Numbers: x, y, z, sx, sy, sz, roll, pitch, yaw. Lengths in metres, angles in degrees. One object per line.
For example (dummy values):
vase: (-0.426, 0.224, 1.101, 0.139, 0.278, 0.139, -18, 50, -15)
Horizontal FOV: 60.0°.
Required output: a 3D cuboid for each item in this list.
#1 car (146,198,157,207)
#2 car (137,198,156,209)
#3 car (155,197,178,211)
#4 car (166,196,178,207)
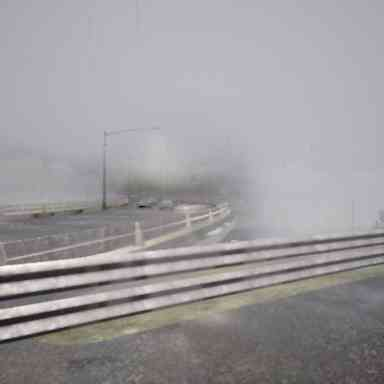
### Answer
car: (-7.051, 1.823, 58.858, 1.812, 1.442, 4.674, 1, 0, -6)
car: (-6.758, 1.727, 48.507, 2.128, 1.511, 4.902, 1, 0, 1)
car: (-3.271, 1.797, 45.368, 2.033, 1.411, 5.357, 1, 0, 2)
car: (-3.529, 1.680, 58.309, 2.097, 1.767, 4.553, 1, 0, -4)
